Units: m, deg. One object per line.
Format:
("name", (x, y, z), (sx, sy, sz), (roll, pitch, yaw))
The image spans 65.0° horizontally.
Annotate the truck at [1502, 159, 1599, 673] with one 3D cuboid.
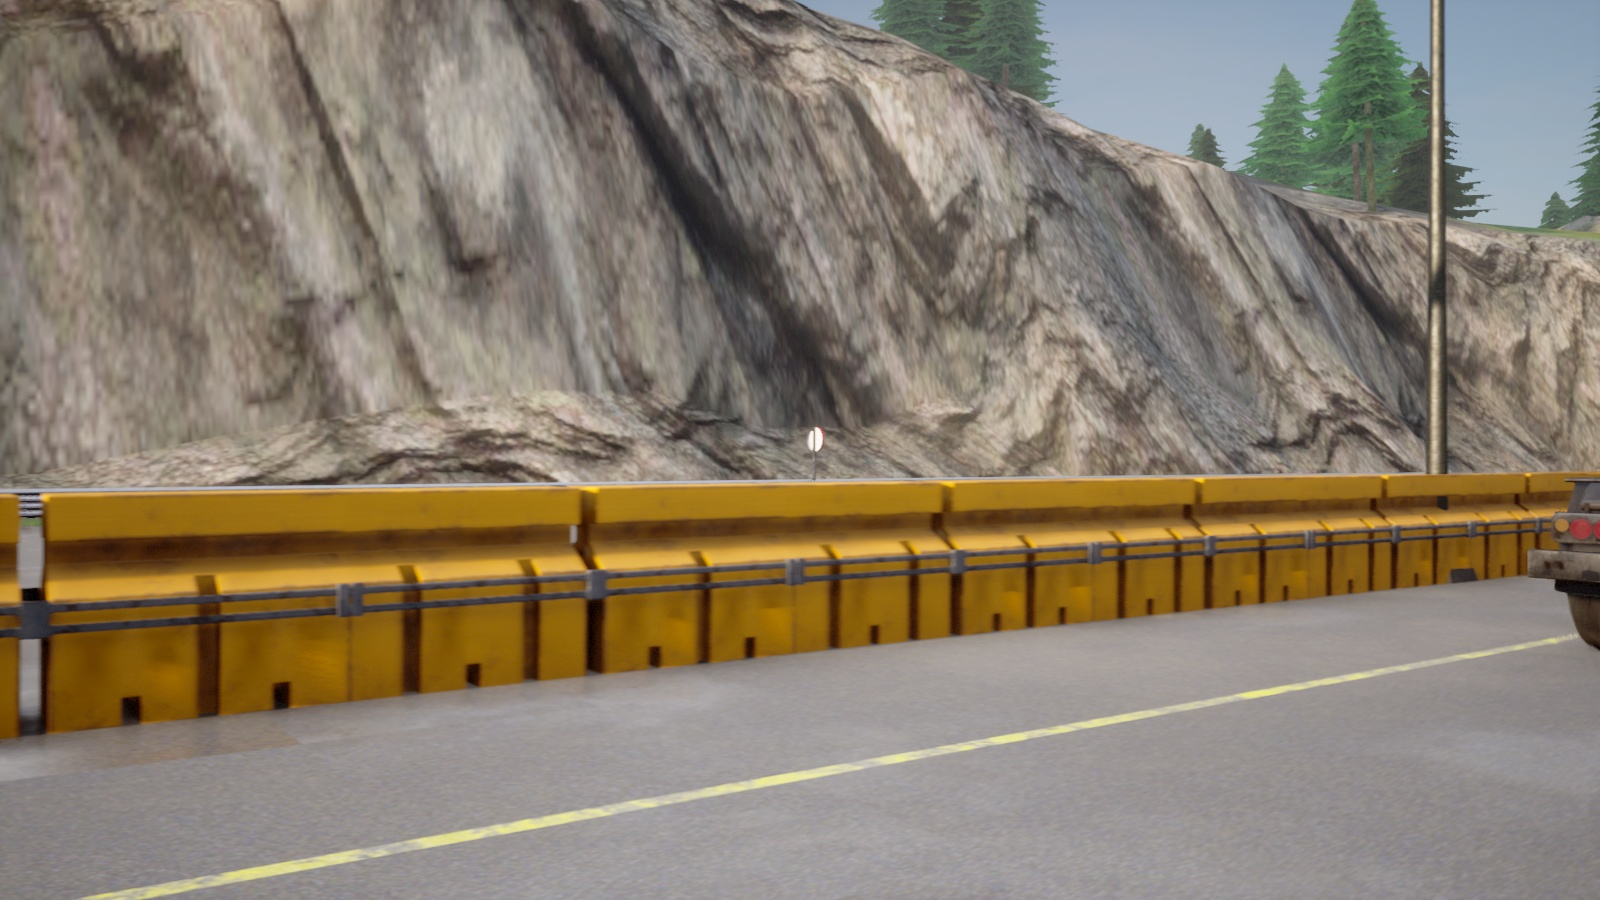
("truck", (9.096, -0.230, 10.082), (7.936, 3.462, 2.891), (0, 0, -35))
